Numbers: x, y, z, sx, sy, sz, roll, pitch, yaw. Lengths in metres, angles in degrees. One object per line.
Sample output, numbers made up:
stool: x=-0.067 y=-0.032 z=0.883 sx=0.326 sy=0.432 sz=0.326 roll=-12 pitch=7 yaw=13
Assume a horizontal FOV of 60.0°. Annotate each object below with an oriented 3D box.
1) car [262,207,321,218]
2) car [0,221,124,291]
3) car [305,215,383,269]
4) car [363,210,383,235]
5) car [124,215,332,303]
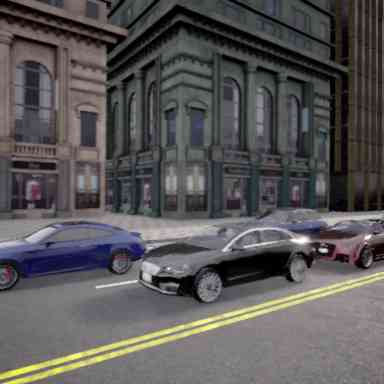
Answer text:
car: x=3.884 y=1.478 z=14.335 sx=4.553 sy=1.767 sz=2.097 roll=1 pitch=-1 yaw=-35
car: x=-3.505 y=1.552 z=9.146 sx=4.674 sy=1.442 sz=1.812 roll=1 pitch=-1 yaw=-35
car: x=5.803 y=1.689 z=11.694 sx=4.181 sy=1.385 sz=1.994 roll=1 pitch=0 yaw=-35
car: x=12.908 y=1.847 z=20.811 sx=4.718 sy=1.301 sz=1.895 roll=1 pitch=0 yaw=-35
car: x=1.066 y=1.554 z=8.394 sx=4.902 sy=1.511 sz=2.128 roll=1 pitch=0 yaw=-35
